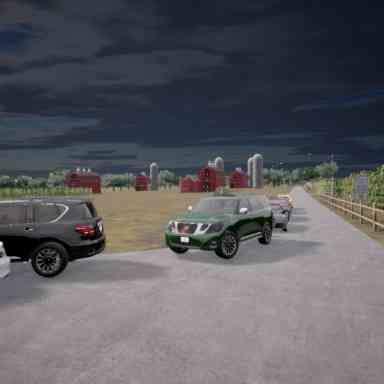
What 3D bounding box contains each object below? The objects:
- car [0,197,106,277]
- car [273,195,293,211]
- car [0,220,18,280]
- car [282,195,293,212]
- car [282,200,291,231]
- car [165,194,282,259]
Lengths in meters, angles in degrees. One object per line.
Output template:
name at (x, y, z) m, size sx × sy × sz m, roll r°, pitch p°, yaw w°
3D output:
car at (-5.351, 1.223, 9.582) m, size 5.566 × 2.045 × 2.150 m, roll -1°, pitch 1°, yaw -4°
car at (10.049, 1.095, 36.444) m, size 1.882 × 1.535 × 5.008 m, roll 0°, pitch 1°, yaw 18°
car at (-6.330, 1.613, 6.700) m, size 4.674 × 1.442 × 1.812 m, roll -2°, pitch 2°, yaw -36°
car at (6.298, 1.225, 24.700) m, size 1.882 × 1.535 × 5.008 m, roll 0°, pitch 0°, yaw 18°
car at (4.440, 1.372, 18.969) m, size 1.994 × 1.385 × 4.181 m, roll 0°, pitch 0°, yaw 17°
car at (1.316, 1.103, 12.648) m, size 2.150 × 2.045 × 5.566 m, roll 0°, pitch 0°, yaw 34°
